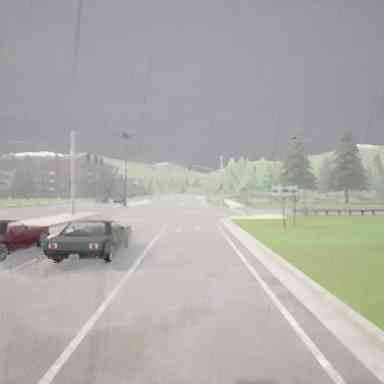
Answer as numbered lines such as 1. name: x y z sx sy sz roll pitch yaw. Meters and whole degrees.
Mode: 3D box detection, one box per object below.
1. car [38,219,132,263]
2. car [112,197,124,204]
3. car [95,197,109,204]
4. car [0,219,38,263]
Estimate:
1. car: -3.456 1.629 12.034 1.895 1.301 4.718 0 0 1
2. car: -14.983 1.701 68.701 2.033 1.411 5.357 0 0 0
3. car: -18.483 1.686 68.624 2.128 1.511 4.902 0 0 0
4. car: -6.956 1.629 12.037 1.895 1.301 4.718 0 0 1
